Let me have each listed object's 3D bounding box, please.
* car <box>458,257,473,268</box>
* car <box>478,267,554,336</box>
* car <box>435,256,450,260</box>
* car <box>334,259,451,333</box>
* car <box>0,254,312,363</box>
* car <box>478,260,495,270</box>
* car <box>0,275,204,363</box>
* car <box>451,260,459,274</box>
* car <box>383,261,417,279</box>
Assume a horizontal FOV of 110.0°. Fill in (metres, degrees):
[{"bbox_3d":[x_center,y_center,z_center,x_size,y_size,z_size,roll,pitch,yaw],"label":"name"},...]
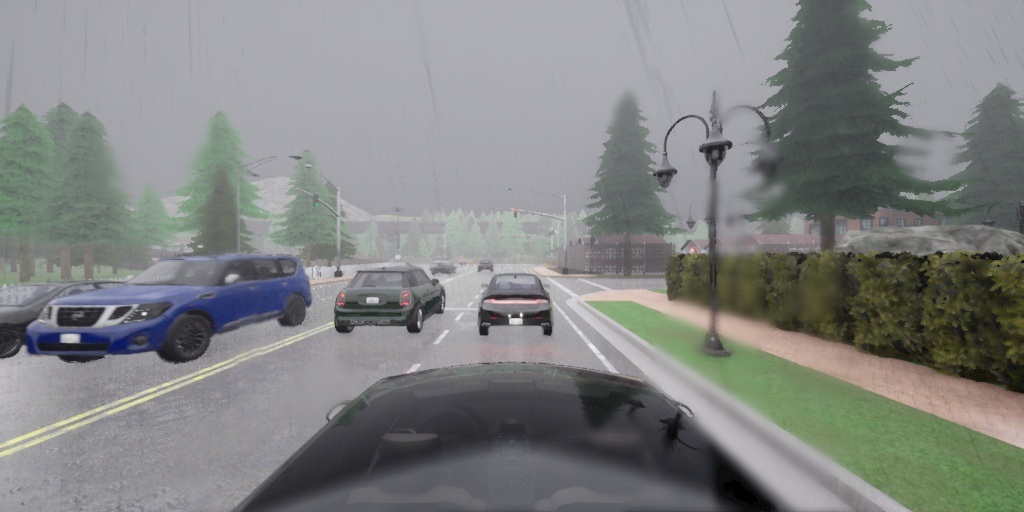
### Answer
[{"bbox_3d":[-6.893,0.877,53.009,1.882,1.535,5.008,0,0,0],"label":"car"},{"bbox_3d":[0.101,1.241,10.394,2.128,1.511,4.902,0,0,0],"label":"car"},{"bbox_3d":[-10.394,1.073,52.986,2.150,2.045,5.566,0,0,0],"label":"car"},{"bbox_3d":[-3.395,1.101,10.876,2.097,1.767,4.553,0,0,0],"label":"car"},{"bbox_3d":[-7.086,0.971,8.519,2.150,2.045,5.566,0,0,0],"label":"car"},{"bbox_3d":[-3.308,1.248,46.008,1.837,1.490,4.892,0,-1,0],"label":"car"},{"bbox_3d":[-10.586,1.297,8.463,2.033,1.411,5.357,0,0,0],"label":"car"},{"bbox_3d":[-7.021,1.348,37.062,1.895,1.301,4.718,0,0,0],"label":"car"},{"bbox_3d":[-10.517,1.273,34.060,1.812,1.442,4.674,0,0,0],"label":"car"}]
